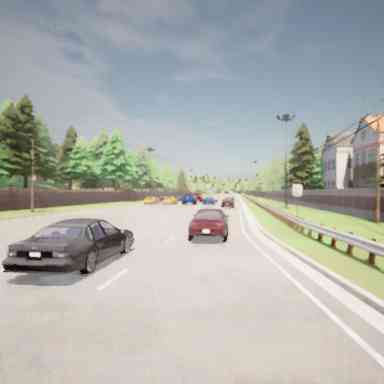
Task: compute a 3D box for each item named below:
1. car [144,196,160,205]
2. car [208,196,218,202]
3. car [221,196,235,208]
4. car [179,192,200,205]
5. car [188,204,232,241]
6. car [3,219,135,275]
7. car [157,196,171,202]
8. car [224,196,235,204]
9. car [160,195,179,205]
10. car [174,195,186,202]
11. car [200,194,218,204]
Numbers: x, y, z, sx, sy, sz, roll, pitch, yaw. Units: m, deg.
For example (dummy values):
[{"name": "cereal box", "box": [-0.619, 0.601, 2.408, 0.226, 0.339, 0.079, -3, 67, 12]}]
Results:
[{"name": "car", "box": [-7.345, 1.502, 60.971, 1.882, 1.535, 5.008, 0, 0, 8]}, {"name": "car", "box": [4.454, 1.477, 69.929, 1.895, 1.301, 4.718, 0, 0, 8]}, {"name": "car", "box": [5.346, 1.564, 49.650, 1.812, 1.442, 4.674, 0, 0, 7]}, {"name": "car", "box": [-0.403, 1.257, 60.068, 2.150, 2.045, 5.566, 0, 0, 8]}, {"name": "car", "box": [0.912, 1.537, 16.678, 1.812, 1.442, 4.674, 0, 0, 8]}, {"name": "car", "box": [-3.439, 1.548, 10.481, 2.033, 1.411, 5.357, 0, 0, 8]}, {"name": "car", "box": [-5.953, 1.460, 71.328, 1.895, 1.301, 4.718, 0, 0, 8]}, {"name": "car", "box": [7.976, 1.578, 69.818, 2.128, 1.511, 4.902, 0, 0, 8]}, {"name": "car", "box": [-3.876, 1.507, 60.505, 1.882, 1.535, 5.008, 0, 0, 8]}, {"name": "car", "box": [-2.488, 1.423, 70.832, 1.994, 1.385, 4.181, 0, 0, 8]}, {"name": "car", "box": [3.061, 1.518, 59.572, 1.882, 1.535, 5.008, 0, 0, 8]}]
